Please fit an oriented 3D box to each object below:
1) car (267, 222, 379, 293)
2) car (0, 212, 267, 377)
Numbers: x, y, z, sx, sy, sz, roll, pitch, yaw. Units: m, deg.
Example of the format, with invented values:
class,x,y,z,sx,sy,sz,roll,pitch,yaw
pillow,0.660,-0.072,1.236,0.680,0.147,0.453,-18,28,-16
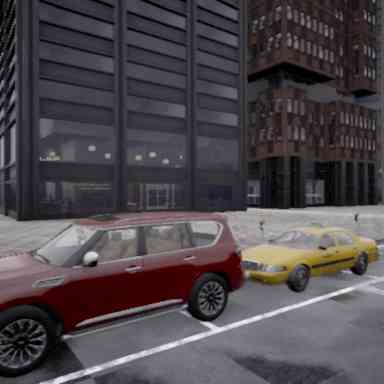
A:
class,x,y,z,sx,sy,sz,roll,pitch,yaw
car,3.149,1.529,8.897,4.829,1.417,1.752,0,0,-35
car,-1.305,1.316,5.721,5.009,1.841,2.192,0,0,-35
